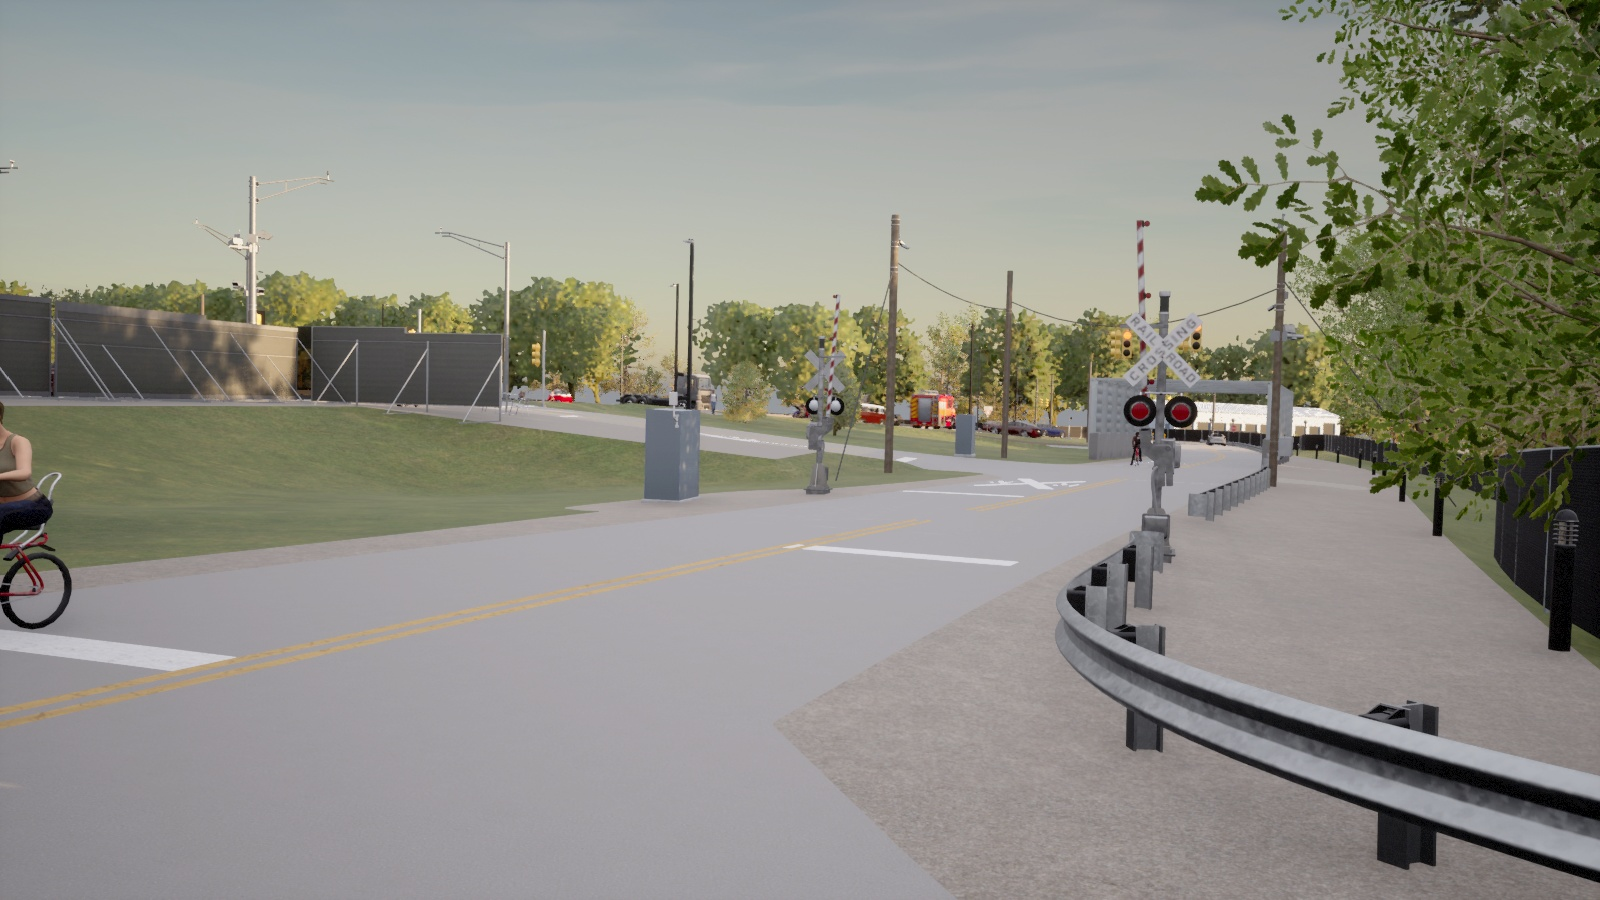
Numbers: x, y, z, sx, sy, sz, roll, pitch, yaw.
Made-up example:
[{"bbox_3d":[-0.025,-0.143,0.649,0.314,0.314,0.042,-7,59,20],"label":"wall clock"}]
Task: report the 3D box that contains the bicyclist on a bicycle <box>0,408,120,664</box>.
[{"bbox_3d":[-5.396,0.535,8.177,0.866,1.612,1.509,1,1,19],"label":"bicyclist on a bicycle"}]
